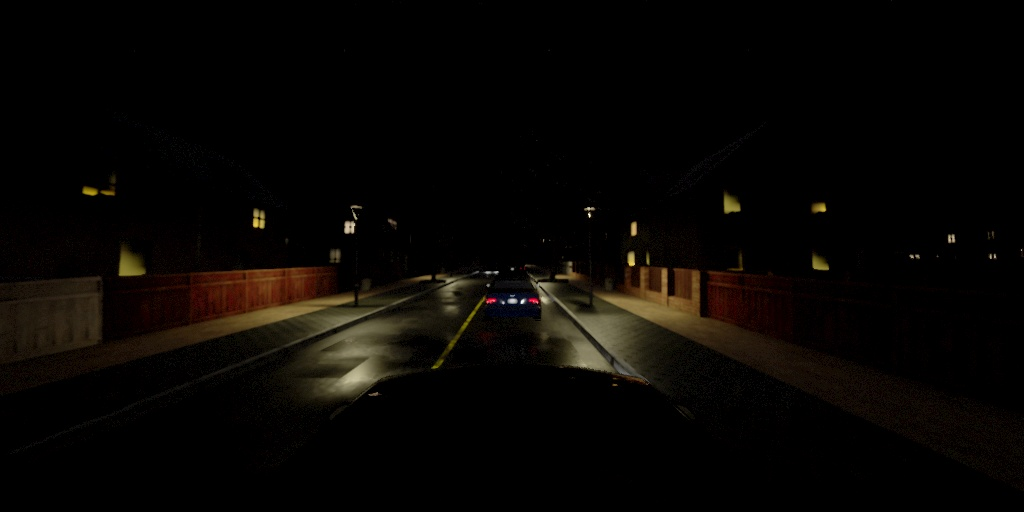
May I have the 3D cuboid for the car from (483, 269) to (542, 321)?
[{"bbox_3d":[0.036,1.342,12.713,2.033,1.411,5.357,0,0,0],"label":"car"}]

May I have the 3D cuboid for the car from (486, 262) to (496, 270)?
[{"bbox_3d":[-2.805,1.554,52.661,2.033,1.411,5.357,0,0,1],"label":"car"}]

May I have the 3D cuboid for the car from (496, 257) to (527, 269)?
[{"bbox_3d":[0.057,1.102,30.403,2.150,2.045,5.566,0,0,0],"label":"car"}]
